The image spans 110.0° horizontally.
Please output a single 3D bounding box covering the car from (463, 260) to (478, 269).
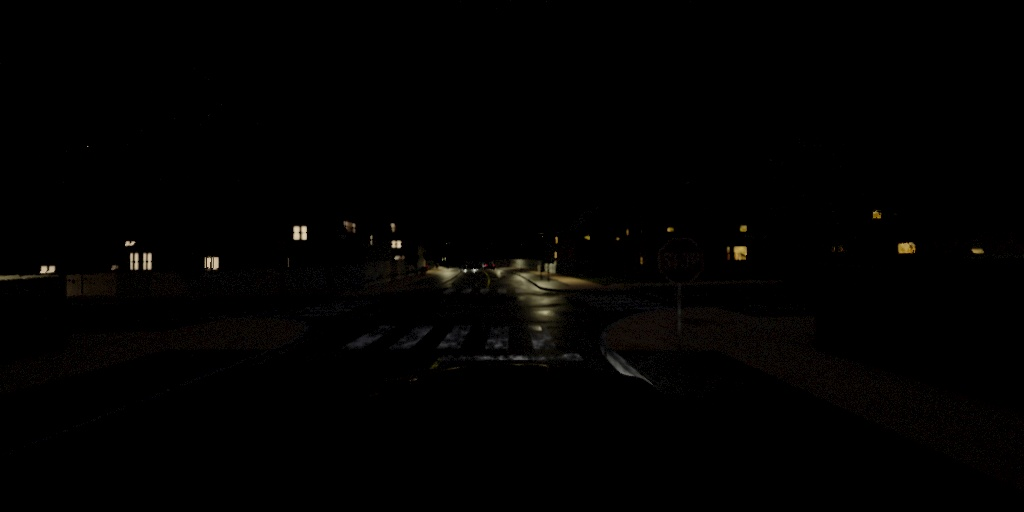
[{"bbox_3d":[-7.476,1.491,62.486,1.882,1.535,5.008,0,-1,-10],"label":"car"}]

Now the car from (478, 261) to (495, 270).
[{"bbox_3d":[-3.860,1.517,58.033,2.033,1.411,5.357,0,-1,-10],"label":"car"}]
